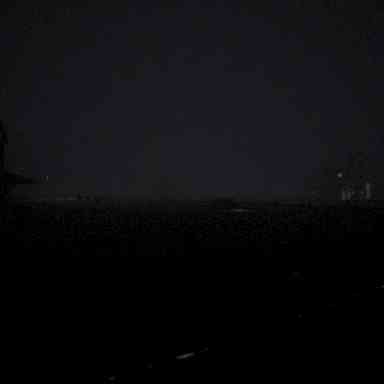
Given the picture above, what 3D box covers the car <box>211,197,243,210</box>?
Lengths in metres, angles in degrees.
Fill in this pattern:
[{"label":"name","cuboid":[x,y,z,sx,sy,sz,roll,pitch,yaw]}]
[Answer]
[{"label":"car","cuboid":[4.539,1.436,43.262,1.837,1.490,4.892,-1,1,-37]}]
